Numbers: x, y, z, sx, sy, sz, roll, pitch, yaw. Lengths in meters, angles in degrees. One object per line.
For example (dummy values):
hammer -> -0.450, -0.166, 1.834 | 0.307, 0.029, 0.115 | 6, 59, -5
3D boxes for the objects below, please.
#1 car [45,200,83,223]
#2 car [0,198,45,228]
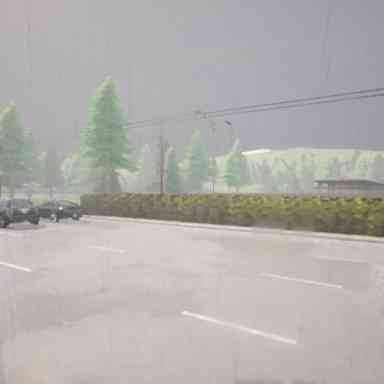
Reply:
car -> -9.912, 1.328, 23.966 | 4.892, 1.490, 1.837 | 1, 0, 36
car -> -11.645, 1.178, 20.902 | 4.553, 1.767, 2.097 | 1, 0, 36
